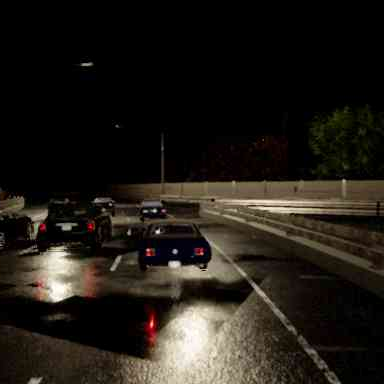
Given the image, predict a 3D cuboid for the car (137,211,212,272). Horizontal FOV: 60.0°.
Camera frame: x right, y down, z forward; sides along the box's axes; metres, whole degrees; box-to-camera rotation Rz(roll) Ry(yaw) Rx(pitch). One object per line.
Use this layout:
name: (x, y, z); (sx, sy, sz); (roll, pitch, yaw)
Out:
car: (-0.640, 1.494, 10.467); (1.895, 1.301, 4.718); (0, 1, -6)

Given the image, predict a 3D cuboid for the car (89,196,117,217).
car: (-7.754, 1.204, 29.055); (2.128, 1.511, 4.902); (-1, 1, -15)

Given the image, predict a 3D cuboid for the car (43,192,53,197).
car: (-35.700, 0.639, 81.877); (4.674, 1.442, 1.812); (0, 1, 41)

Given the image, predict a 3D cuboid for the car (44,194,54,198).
car: (-11.303, 1.235, 28.764); (1.837, 1.490, 4.892); (0, 0, -16)

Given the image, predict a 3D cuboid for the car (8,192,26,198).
car: (-40.887, 0.716, 77.062); (4.181, 1.385, 1.994); (0, 1, 41)

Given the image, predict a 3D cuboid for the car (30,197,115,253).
car: (-4.522, 1.224, 13.404); (2.097, 1.767, 4.553); (0, 1, -7)

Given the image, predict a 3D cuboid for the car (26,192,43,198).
car: (-38.504, 0.670, 79.626); (5.357, 1.411, 2.033); (0, 1, 41)

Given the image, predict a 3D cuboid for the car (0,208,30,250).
car: (-8.040, 1.371, 13.457); (2.128, 1.511, 4.902); (0, 1, -8)

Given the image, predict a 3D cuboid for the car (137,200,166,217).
car: (-3.060, 1.298, 24.924); (2.033, 1.411, 5.357); (0, 1, -13)
